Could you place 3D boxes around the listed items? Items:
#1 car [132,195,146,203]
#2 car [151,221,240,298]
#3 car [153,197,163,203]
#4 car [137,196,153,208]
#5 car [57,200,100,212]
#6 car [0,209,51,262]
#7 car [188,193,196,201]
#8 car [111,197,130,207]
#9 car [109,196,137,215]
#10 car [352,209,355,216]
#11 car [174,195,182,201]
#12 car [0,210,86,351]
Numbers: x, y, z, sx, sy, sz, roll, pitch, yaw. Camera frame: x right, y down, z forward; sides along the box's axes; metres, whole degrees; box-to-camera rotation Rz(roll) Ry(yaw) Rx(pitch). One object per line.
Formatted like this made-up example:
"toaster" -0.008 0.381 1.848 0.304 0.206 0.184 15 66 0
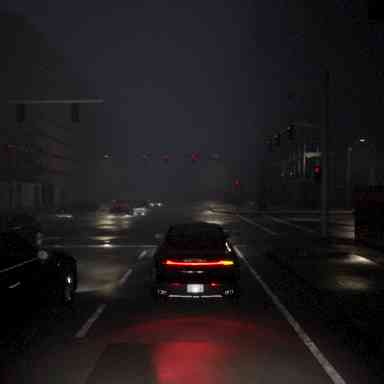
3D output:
"car" -10.710 1.478 67.616 1.882 1.535 5.008 0 0 1
"car" 0.081 1.505 8.476 1.837 1.490 4.892 0 0 0
"car" -7.197 1.601 68.392 1.895 1.301 4.718 0 0 1
"car" -7.472 1.491 48.994 2.128 1.511 4.902 0 0 0
"car" -12.048 1.565 35.738 2.033 1.411 5.357 0 1 19
"car" -7.132 1.503 12.217 1.837 1.490 4.892 0 0 0
"car" -0.014 1.225 84.494 2.150 2.045 5.566 0 0 1
"car" -10.958 1.525 51.157 1.812 1.442 4.674 0 0 0
"car" -7.379 1.496 35.158 1.882 1.535 5.008 0 0 -1
"car" 15.972 1.656 27.702 4.718 1.301 1.895 0 0 0
"car" -3.517 1.553 84.269 1.994 1.385 4.181 0 0 1
"car" -3.445 1.352 5.153 2.097 1.767 4.553 0 0 0
